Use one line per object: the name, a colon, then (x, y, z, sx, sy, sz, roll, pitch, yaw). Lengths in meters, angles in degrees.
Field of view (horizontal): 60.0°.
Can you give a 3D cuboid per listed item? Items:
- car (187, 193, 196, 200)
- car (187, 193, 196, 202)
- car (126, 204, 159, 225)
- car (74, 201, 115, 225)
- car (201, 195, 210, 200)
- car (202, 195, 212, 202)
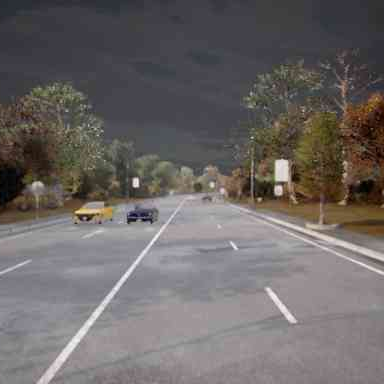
car: (-0.083, 1.116, 84.839, 2.097, 1.767, 4.553, 0, 0, 0)
car: (-0.073, 1.455, 74.893, 1.895, 1.301, 4.718, 0, 0, 0)
car: (-3.523, 1.576, 24.317, 1.895, 1.301, 4.718, 0, 0, 0)
car: (-7.023, 1.452, 24.343, 1.882, 1.535, 5.008, 0, 0, 0)
car: (3.417, 1.343, 84.900, 1.895, 1.301, 4.718, 0, 0, 0)
car: (3.428, 1.357, 74.458, 1.837, 1.490, 4.892, 0, 0, 0)
